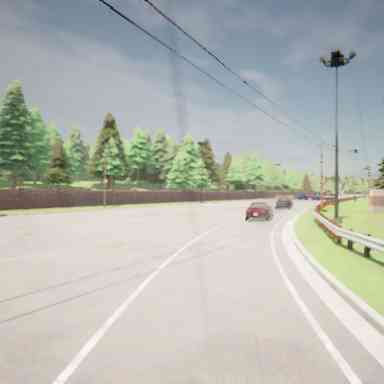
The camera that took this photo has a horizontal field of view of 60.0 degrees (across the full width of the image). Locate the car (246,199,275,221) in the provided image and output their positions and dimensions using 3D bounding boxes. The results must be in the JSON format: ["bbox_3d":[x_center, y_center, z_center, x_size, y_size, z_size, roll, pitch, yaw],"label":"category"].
[{"bbox_3d":[5.642,1.560,27.763,1.812,1.442,4.674,0,0,19],"label":"car"}]

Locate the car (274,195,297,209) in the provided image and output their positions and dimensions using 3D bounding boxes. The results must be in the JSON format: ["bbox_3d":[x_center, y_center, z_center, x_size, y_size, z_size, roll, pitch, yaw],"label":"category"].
[{"bbox_3d":[12.829,1.562,46.084,2.128,1.511,4.902,0,0,24],"label":"car"}]
